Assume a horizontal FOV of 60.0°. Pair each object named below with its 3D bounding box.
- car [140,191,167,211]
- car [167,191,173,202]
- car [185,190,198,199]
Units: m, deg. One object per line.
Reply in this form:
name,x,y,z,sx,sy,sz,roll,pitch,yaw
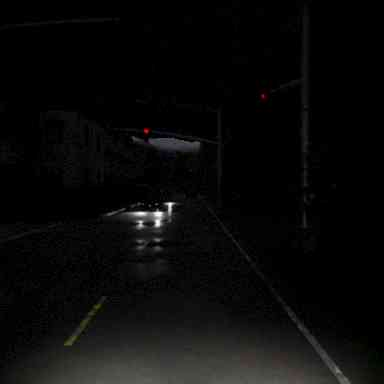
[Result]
car,-3.648,0.913,31.019,1.837,1.490,4.892,0,1,0
car,-3.656,0.633,45.800,1.837,1.490,4.892,0,1,0
car,-0.105,0.407,56.975,2.128,1.511,4.902,0,1,0
